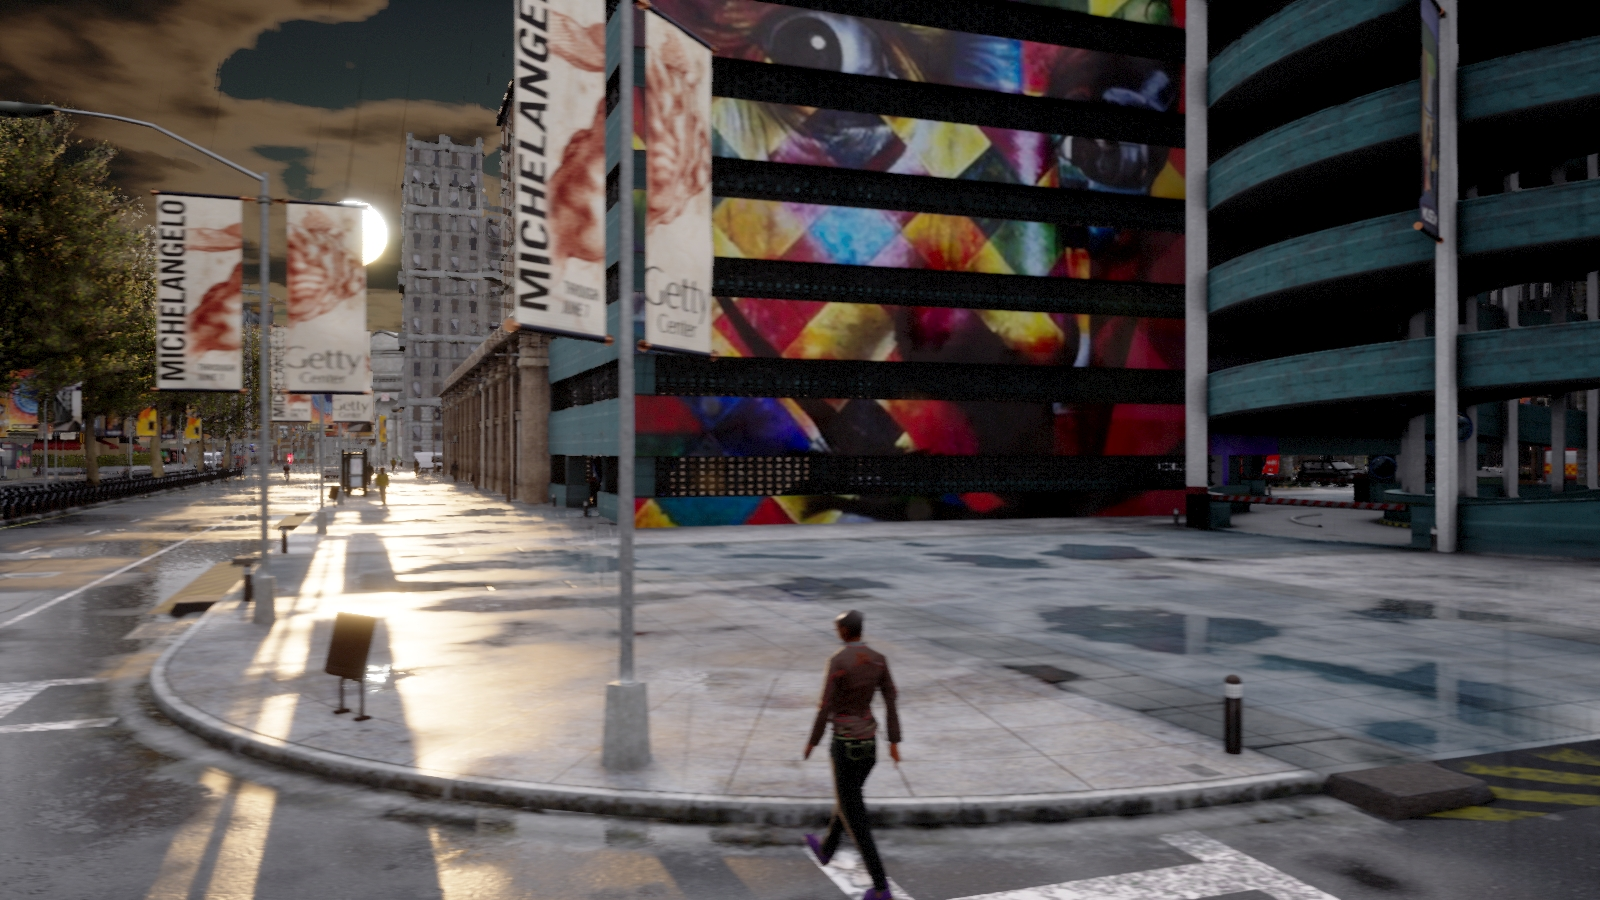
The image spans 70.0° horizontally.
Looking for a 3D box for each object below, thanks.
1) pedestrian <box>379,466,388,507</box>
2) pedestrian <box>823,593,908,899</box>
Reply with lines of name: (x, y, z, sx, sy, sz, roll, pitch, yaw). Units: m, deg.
pedestrian: (-19.252, 1.696, 52.815, 0.375, 1.860, 0.375, 0, 0, -19)
pedestrian: (0.402, 1.848, 7.076, 0.375, 1.860, 0.375, 0, 0, -33)
